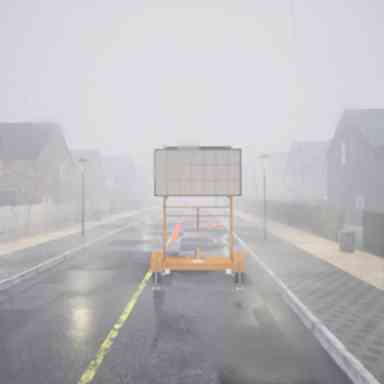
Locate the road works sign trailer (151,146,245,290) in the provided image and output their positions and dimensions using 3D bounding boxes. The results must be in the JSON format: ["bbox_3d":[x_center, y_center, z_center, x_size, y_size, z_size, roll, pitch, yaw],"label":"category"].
[{"bbox_3d":[0.165,0.532,9.268,2.380,3.560,2.880,0,0,1],"label":"road works sign trailer"}]

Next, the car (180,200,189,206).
[{"bbox_3d":[-1.626,2.399,72.863,1.994,1.385,4.181,0,-1,1],"label":"car"}]
